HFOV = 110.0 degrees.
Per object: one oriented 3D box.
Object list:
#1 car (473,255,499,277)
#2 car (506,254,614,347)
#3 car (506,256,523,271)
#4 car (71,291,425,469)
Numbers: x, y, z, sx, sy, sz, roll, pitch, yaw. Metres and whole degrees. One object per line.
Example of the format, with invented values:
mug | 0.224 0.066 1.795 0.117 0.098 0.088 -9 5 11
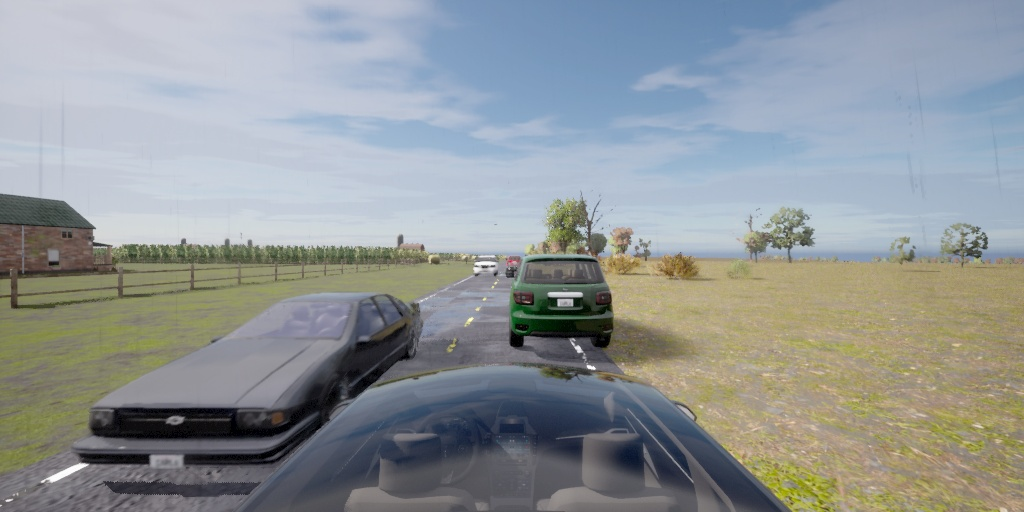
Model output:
car | -2.504 0.966 35.669 2.150 2.045 5.566 0 0 0
car | 1.025 0.973 9.442 2.150 2.045 5.566 0 0 0
car | 0.373 0.965 48.796 2.150 2.045 5.566 0 0 1
car | -2.815 1.297 5.602 2.033 1.411 5.357 0 0 0
